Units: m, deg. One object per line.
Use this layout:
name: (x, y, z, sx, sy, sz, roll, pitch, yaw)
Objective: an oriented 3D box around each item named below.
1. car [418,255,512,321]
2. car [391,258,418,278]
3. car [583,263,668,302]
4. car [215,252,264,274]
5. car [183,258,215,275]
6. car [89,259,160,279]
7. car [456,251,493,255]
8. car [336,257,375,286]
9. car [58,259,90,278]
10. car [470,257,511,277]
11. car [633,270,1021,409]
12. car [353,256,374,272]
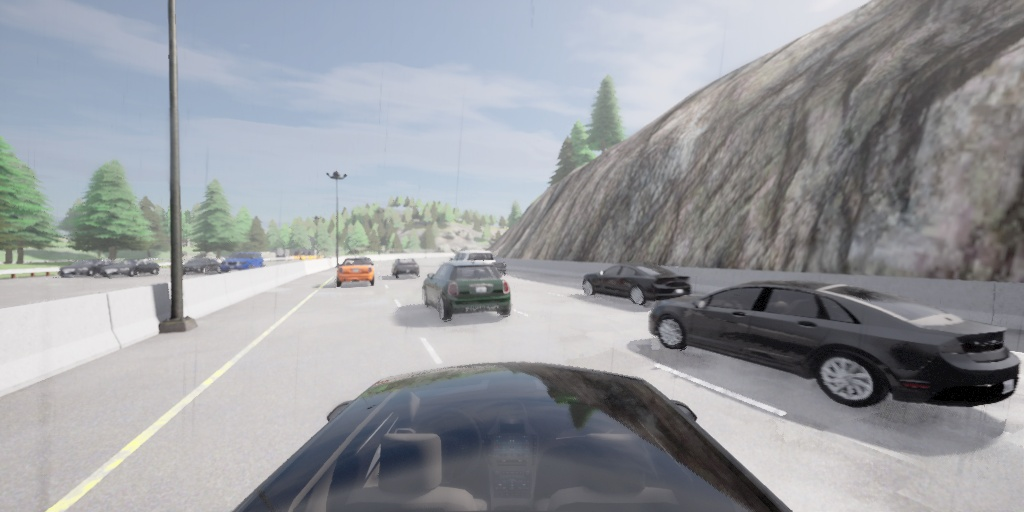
car: (-1.704, 0.969, 12.227, 2.097, 1.767, 4.553, -1, 1, -23)
car: (-8.640, 0.913, 28.974, 2.128, 1.511, 4.902, -1, 1, -22)
car: (4.848, 1.034, 14.700, 1.882, 1.535, 5.008, -1, 1, -23)
car: (-25.871, 0.641, 34.618, 2.150, 2.045, 5.566, -1, 1, -19)
car: (-29.263, 0.950, 33.747, 1.837, 1.490, 4.892, -1, 0, -19)
car: (-31.590, 0.997, 29.798, 2.128, 1.511, 4.902, -1, 1, -19)
car: (-2.739, 0.688, 23.810, 2.150, 2.045, 5.566, -1, 1, -23)
car: (-9.932, 0.859, 22.896, 2.097, 1.767, 4.553, -1, 1, -22)
car: (-35.479, 1.008, 30.323, 2.128, 1.511, 4.902, -1, 1, -19)
car: (-1.982, 0.856, 31.176, 2.128, 1.511, 4.902, -1, 1, -22)
car: (4.588, 1.176, 6.227, 1.837, 1.490, 4.892, -1, 1, -23)
car: (-15.991, 0.825, 38.805, 1.837, 1.490, 4.892, -1, 1, -19)
